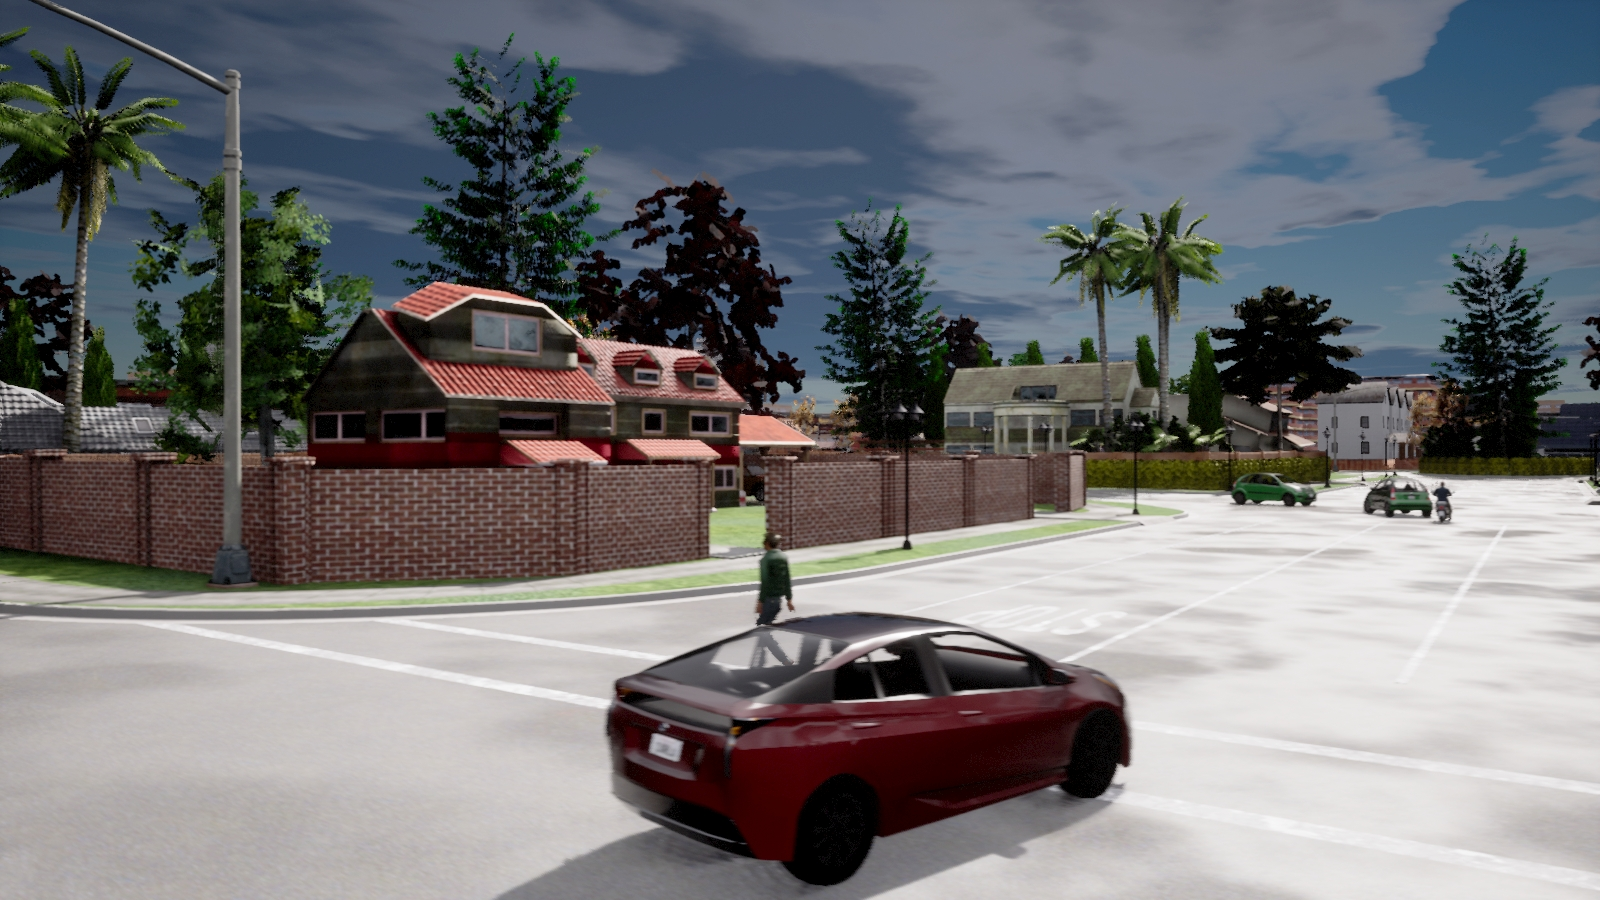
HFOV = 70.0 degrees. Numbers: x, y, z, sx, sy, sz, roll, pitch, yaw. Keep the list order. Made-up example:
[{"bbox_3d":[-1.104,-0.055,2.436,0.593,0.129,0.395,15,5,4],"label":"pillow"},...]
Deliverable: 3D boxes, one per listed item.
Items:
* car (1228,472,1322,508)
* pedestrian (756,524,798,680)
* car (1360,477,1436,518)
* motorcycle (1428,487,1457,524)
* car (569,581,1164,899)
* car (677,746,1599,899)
[{"bbox_3d":[23.872,1.980,57.549,1.851,1.617,3.988,0,0,-35],"label":"car"},{"bbox_3d":[-0.283,1.866,14.122,0.375,1.860,0.375,0,0,36],"label":"pedestrian"},{"bbox_3d":[26.014,2.037,49.832,1.851,1.617,3.988,0,0,10],"label":"car"},{"bbox_3d":[25.234,2.162,44.859,0.856,1.341,1.805,0,1,33],"label":"motorcycle"},{"bbox_3d":[0.710,2.037,8.873,4.514,1.525,2.007,0,0,-42],"label":"car"},{"bbox_3d":[2.173,2.103,2.774,2.033,1.411,5.357,0,0,-44],"label":"car"}]
